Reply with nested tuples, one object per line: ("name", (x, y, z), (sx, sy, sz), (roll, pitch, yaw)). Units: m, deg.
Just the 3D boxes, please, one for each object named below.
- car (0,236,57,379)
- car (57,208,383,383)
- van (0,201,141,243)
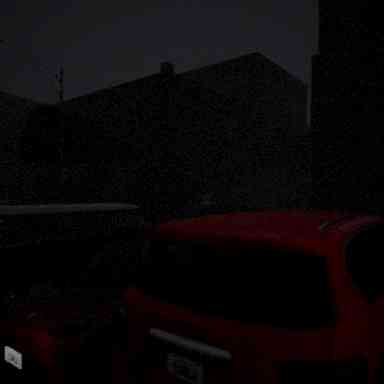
("car", (-0.680, 1.515, 5.809), (2.163, 1.488, 4.792), (0, 0, 36))
("car", (1.512, 1.232, 4.313), (2.435, 2.045, 5.566), (0, 0, 36))
("van", (-3.096, 1.260, 7.427), (1.878, 1.987, 4.442), (0, 0, 36))
